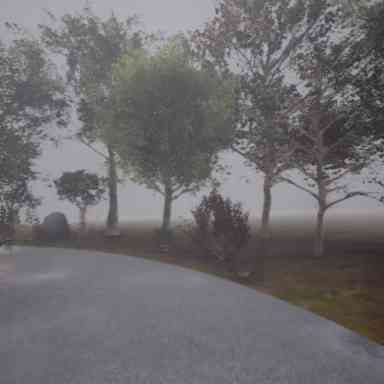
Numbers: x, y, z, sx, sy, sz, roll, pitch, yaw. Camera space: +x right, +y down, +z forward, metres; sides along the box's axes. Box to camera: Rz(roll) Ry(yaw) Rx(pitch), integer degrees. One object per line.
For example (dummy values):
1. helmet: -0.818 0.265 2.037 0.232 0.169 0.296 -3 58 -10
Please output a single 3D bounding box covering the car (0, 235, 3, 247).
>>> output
1. car: -9.838 1.935 12.929 4.718 1.301 1.895 -1 -1 20
